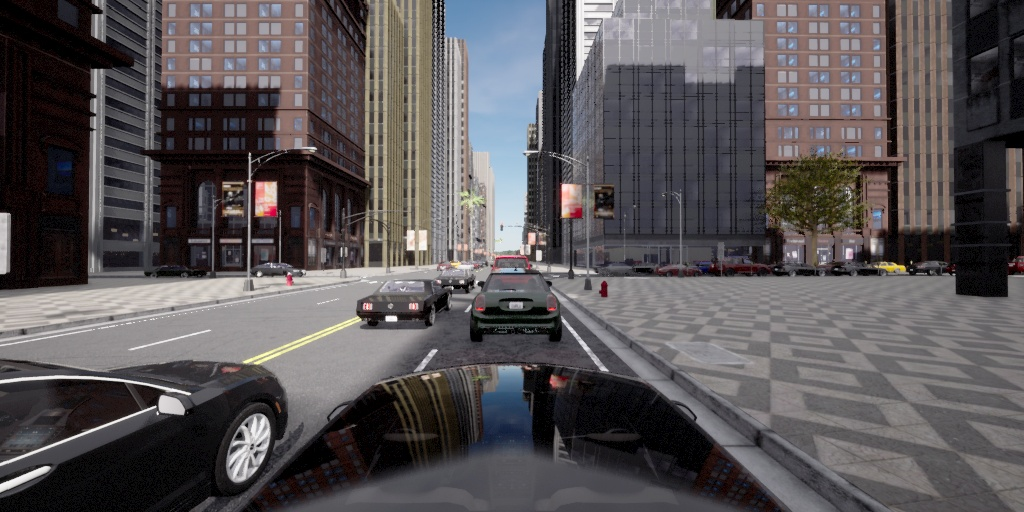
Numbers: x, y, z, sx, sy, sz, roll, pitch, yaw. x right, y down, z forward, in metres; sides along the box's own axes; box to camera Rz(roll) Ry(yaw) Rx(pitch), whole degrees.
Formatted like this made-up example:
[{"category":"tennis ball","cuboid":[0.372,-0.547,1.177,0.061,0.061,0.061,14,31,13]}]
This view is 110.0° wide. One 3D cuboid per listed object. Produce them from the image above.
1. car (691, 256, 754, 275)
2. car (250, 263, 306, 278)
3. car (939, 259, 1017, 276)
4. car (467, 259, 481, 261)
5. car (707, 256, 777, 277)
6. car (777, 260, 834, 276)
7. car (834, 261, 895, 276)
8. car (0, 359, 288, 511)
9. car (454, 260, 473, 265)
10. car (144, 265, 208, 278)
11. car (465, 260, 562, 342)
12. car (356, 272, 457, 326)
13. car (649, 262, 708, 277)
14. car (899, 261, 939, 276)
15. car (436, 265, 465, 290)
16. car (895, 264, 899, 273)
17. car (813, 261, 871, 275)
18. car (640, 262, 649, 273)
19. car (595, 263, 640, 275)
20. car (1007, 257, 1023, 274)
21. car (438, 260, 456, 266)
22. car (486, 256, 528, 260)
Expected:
[{"category":"car","cuboid":[22.782,1.012,38.912,5.566,2.045,2.150,0,-1,-1]},{"category":"car","cuboid":[-22.712,1.418,34.959,4.902,1.511,2.128,0,-1,0]},{"category":"car","cuboid":[43.446,1.214,33.491,4.507,1.381,1.888,0,0,-1]},{"category":"car","cuboid":[-6.687,1.633,61.111,1.895,1.301,4.718,0,0,0]},{"category":"car","cuboid":[20.896,1.041,33.098,5.009,1.841,2.192,0,0,-1]},{"category":"car","cuboid":[26.533,1.276,33.196,4.313,1.339,1.948,0,0,-1]},{"category":"car","cuboid":[32.170,1.260,33.294,4.313,1.339,1.948,0,0,-1]},{"category":"car","cuboid":[-3.150,1.255,1.612,1.837,1.490,4.892,0,0,0]},{"category":"car","cuboid":[-6.691,1.570,51.948,1.895,1.301,4.718,0,0,0]},{"category":"car","cuboid":[-32.659,1.573,34.950,4.718,1.301,1.895,0,-1,0]},{"category":"car","cuboid":[0.082,1.108,9.983,2.097,1.767,4.553,0,0,0]},{"category":"car","cuboid":[-3.166,1.361,11.631,1.895,1.301,4.718,0,0,0]},{"category":"car","cuboid":[15.258,1.327,33.000,4.207,1.307,1.802,0,0,-1]},{"category":"car","cuboid":[42.526,1.228,36.106,4.674,1.442,1.812,0,-1,-1]},{"category":"car","cuboid":[-3.187,1.388,20.800,1.895,1.301,4.718,0,0,0]},{"category":"car","cuboid":[43.134,1.296,42.011,4.829,1.417,1.751,0,0,-1]},{"category":"car","cuboid":[35.910,1.279,39.119,4.674,1.442,1.812,0,-1,-1]},{"category":"car","cuboid":[15.112,1.412,41.523,4.313,1.339,1.948,0,0,-1]},{"category":"car","cuboid":[11.153,1.393,38.784,4.181,1.385,1.994,0,-1,1]},{"category":"car","cuboid":[49.084,0.973,33.589,5.009,1.841,2.192,0,0,-1]},{"category":"car","cuboid":[-9.936,1.503,53.202,1.812,1.442,4.674,0,0,-3]},{"category":"car","cuboid":[-0.034,1.003,19.504,2.150,2.045,5.566,0,0,0]}]
